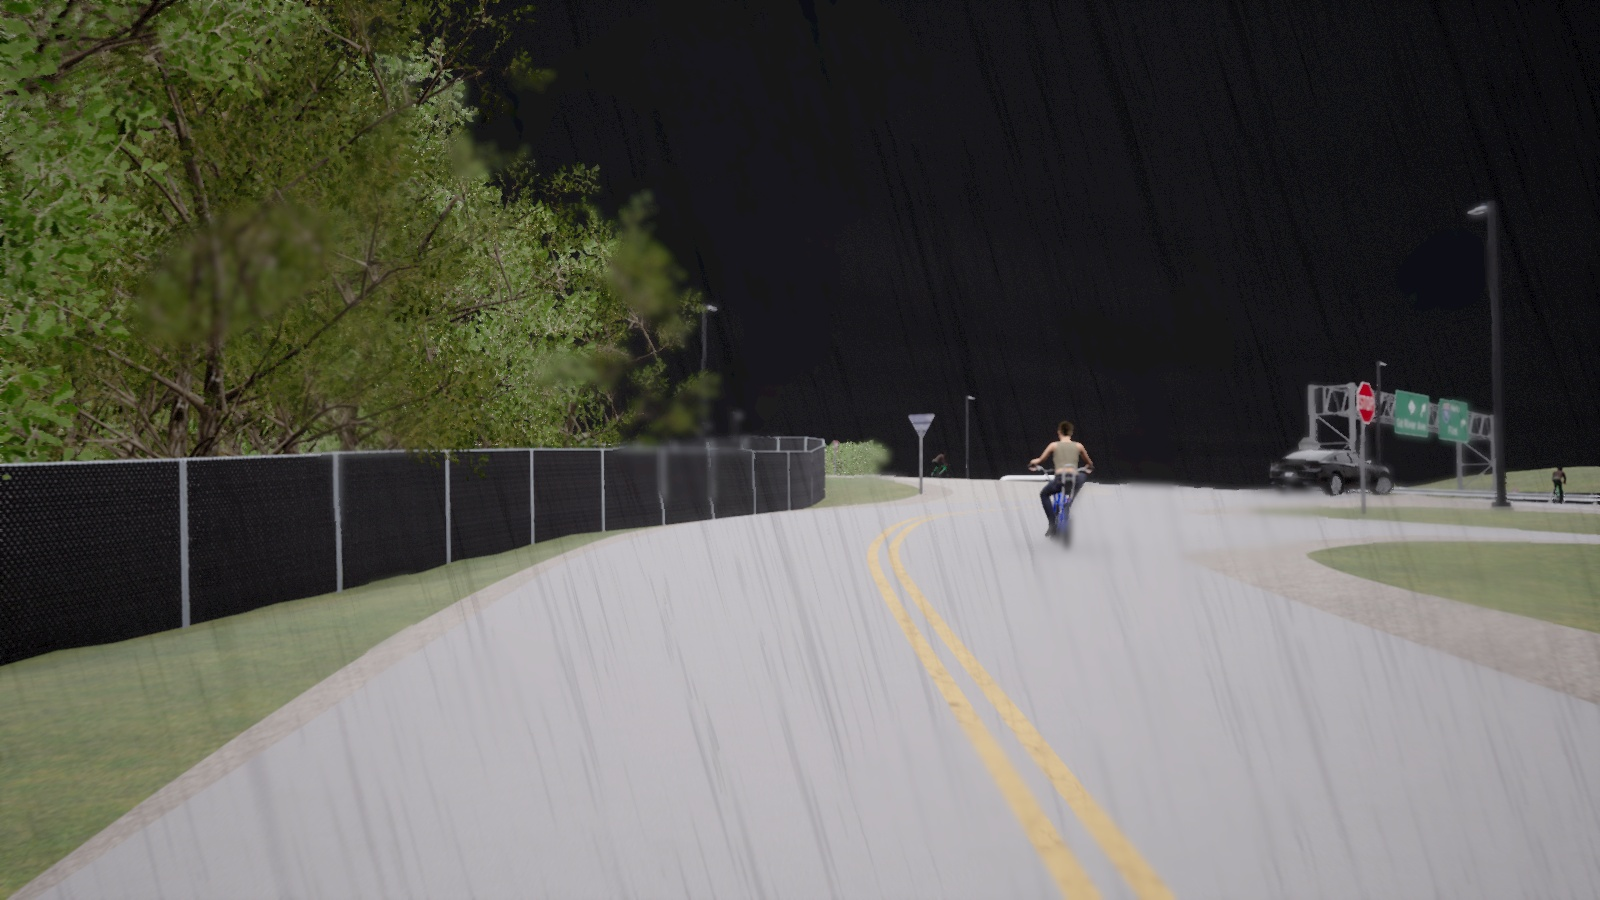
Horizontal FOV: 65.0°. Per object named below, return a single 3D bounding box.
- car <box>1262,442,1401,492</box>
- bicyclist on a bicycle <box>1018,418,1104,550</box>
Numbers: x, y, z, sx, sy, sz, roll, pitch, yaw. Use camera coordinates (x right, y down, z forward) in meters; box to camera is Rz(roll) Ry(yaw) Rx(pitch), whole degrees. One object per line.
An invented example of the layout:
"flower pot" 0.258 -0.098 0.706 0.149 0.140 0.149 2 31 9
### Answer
"car" 17.420 0.562 41.073 5.008 1.535 1.882 2 -1 -36
"bicyclist on a bicycle" 3.329 0.403 16.169 0.866 1.612 1.509 1 1 4
